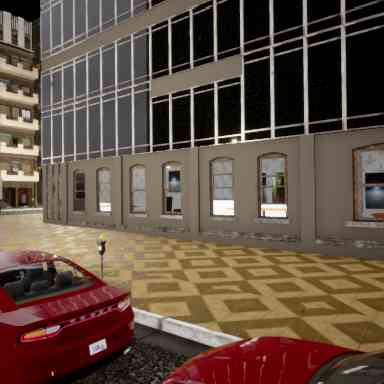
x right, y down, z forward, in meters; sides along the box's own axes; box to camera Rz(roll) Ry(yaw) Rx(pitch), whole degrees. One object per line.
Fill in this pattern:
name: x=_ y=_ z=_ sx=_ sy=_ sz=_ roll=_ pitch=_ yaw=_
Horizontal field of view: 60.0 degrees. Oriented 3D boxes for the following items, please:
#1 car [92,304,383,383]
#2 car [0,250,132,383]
car: x=1.738 y=1.545 z=1.645 sx=4.507 sy=1.381 sz=1.887 roll=0 pitch=-1 yaw=36
car: x=-2.832 y=1.546 z=4.912 sx=4.507 sy=1.381 sz=1.887 roll=0 pitch=-1 yaw=36
